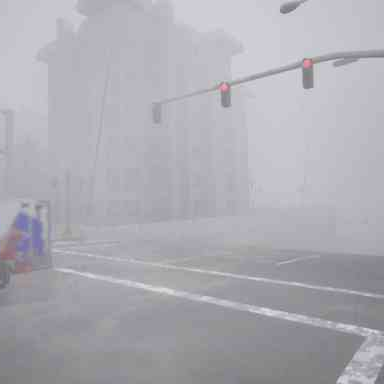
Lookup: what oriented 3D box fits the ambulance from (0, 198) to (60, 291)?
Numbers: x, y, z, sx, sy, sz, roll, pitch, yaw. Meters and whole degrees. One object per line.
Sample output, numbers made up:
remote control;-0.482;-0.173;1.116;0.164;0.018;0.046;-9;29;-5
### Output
ambulance;-6.841;1.461;8.283;2.351;2.431;6.366;-4;-2;39
